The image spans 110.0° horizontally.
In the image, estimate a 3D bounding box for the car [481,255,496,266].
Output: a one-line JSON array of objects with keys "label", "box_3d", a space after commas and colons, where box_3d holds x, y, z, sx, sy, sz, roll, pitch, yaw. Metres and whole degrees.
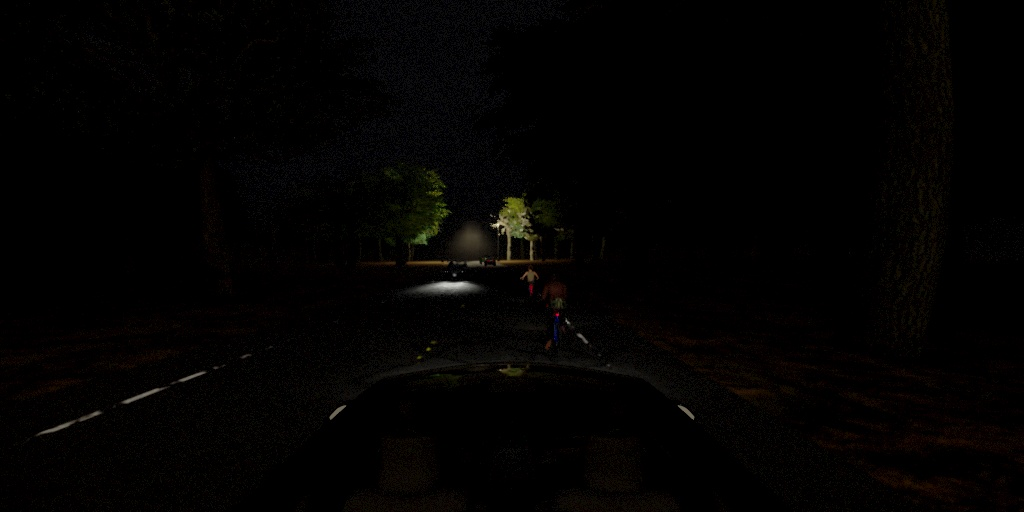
[{"label": "car", "box_3d": [-3.908, 1.028, 63.420, 2.128, 1.511, 4.902, 0, 0, -7]}]

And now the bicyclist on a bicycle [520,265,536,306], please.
[{"label": "bicyclist on a bicycle", "box_3d": [0.747, 1.157, 14.662, 0.866, 1.612, 1.509, 0, 1, -2]}]

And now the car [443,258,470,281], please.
[{"label": "car", "box_3d": [-4.479, 1.178, 29.506, 2.128, 1.511, 4.902, 0, 0, -3]}]

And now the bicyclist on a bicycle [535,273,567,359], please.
[{"label": "bicyclist on a bicycle", "box_3d": [0.900, 1.191, 7.454, 0.582, 1.620, 1.656, 0, 0, -1]}]
